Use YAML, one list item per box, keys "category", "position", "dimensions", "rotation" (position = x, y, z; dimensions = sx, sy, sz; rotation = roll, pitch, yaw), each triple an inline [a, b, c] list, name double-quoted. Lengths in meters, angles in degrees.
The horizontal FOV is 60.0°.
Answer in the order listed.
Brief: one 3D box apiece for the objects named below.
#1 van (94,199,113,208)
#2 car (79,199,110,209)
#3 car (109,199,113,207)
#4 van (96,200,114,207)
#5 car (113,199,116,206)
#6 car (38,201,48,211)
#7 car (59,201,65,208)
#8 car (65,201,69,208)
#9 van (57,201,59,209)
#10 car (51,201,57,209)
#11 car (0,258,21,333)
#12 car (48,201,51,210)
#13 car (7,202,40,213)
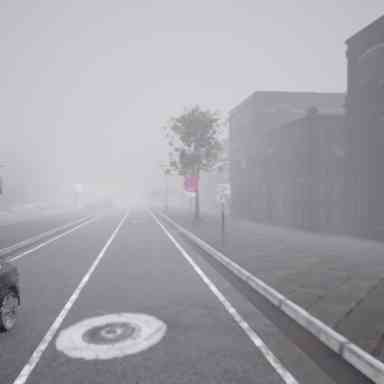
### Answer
- category: "van"
  position: [-22.406, 2.942, 84.534]
  dimensions: [4.442, 1.987, 1.878]
  rotation: [-1, -1, -9]
- category: "car"
  position: [-19.818, 2.785, 67.918]
  dimensions: [4.892, 1.521, 2.231]
  rotation: [-1, -1, -9]
- category: "car"
  position: [-20.305, 2.590, 70.681]
  dimensions: [5.566, 2.045, 2.435]
  rotation: [-1, -1, -9]
- category: "van"
  position: [-23.538, 3.090, 90.028]
  dimensions: [4.442, 1.987, 1.878]
  rotation: [-1, -1, -9]
- category: "car"
  position: [-21.650, 2.780, 78.981]
  dimensions: [5.566, 2.045, 2.435]
  rotation: [-1, -1, -9]
- category: "car"
  position: [-33.184, 3.150, 68.592]
  dimensions: [5.008, 1.535, 2.097]
  rotation: [-1, -1, -9]
- category: "car"
  position: [-35.852, 3.589, 85.079]
  dimensions: [4.674, 1.452, 2.002]
  rotation: [-1, -1, -9]
- category: "car"
  position: [-36.121, 3.613, 87.857]
  dimensions: [5.366, 1.575, 1.946]
  rotation: [-1, -1, -9]
- category: "van"
  position: [-35.081, 3.184, 79.568]
  dimensions: [4.442, 1.987, 1.878]
  rotation: [-1, -1, -9]
- category: "car"
  position: [-34.487, 3.213, 76.846]
  dimensions: [4.553, 1.767, 2.185]
  rotation: [-1, -1, -9]
- category: "car"
  position: [-3.811, 1.644, 4.243]
  dimensions: [2.128, 1.511, 4.902]
  rotation: [-1, -1, -9]
- category: "car"
  position: [-33.625, 3.250, 71.342]
  dimensions: [4.674, 1.452, 2.002]
  rotation: [-1, -1, -9]
- category: "car"
  position: [-32.285, 3.041, 63.097]
  dimensions: [5.008, 1.535, 2.097]
  rotation: [-1, -1, -9]
